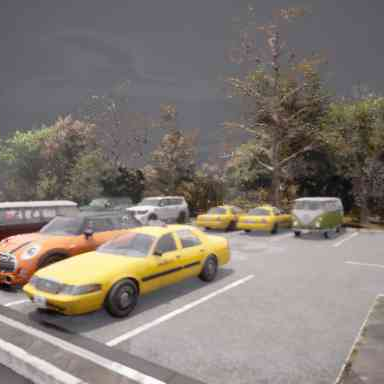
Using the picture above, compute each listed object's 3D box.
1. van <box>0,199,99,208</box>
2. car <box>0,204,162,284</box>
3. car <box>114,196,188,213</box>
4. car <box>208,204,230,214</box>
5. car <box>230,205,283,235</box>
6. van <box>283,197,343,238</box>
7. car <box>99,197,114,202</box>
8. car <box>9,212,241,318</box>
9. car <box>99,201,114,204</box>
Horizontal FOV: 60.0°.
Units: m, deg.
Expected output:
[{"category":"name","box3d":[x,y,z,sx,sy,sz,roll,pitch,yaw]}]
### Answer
[{"category":"van","box3d":[-5.719,1.324,11.488,1.878,1.987,4.442,-1,-1,35]},{"category":"car","box3d":[-3.283,1.391,9.670,2.185,1.767,4.553,0,0,35]},{"category":"car","box3d":[-2.479,1.361,24.033,2.435,2.045,5.566,-1,-1,35]},{"category":"car","box3d":[2.322,1.535,20.916,1.946,1.575,5.366,-1,-1,35]},{"category":"car","box3d":[4.498,1.510,19.385,1.946,1.575,5.366,0,0,35]},{"category":"van","box3d":[6.608,1.268,17.530,1.878,1.987,4.442,0,0,35]},{"category":"car","box3d":[-6.960,1.466,27.156,2.435,2.045,5.566,-1,-1,35]},{"category":"car","box3d":[-1.020,1.493,7.814,1.946,1.575,5.366,0,0,35]},{"category":"car","box3d":[-4.754,1.665,25.646,2.231,1.521,4.892,-1,-1,35]}]
